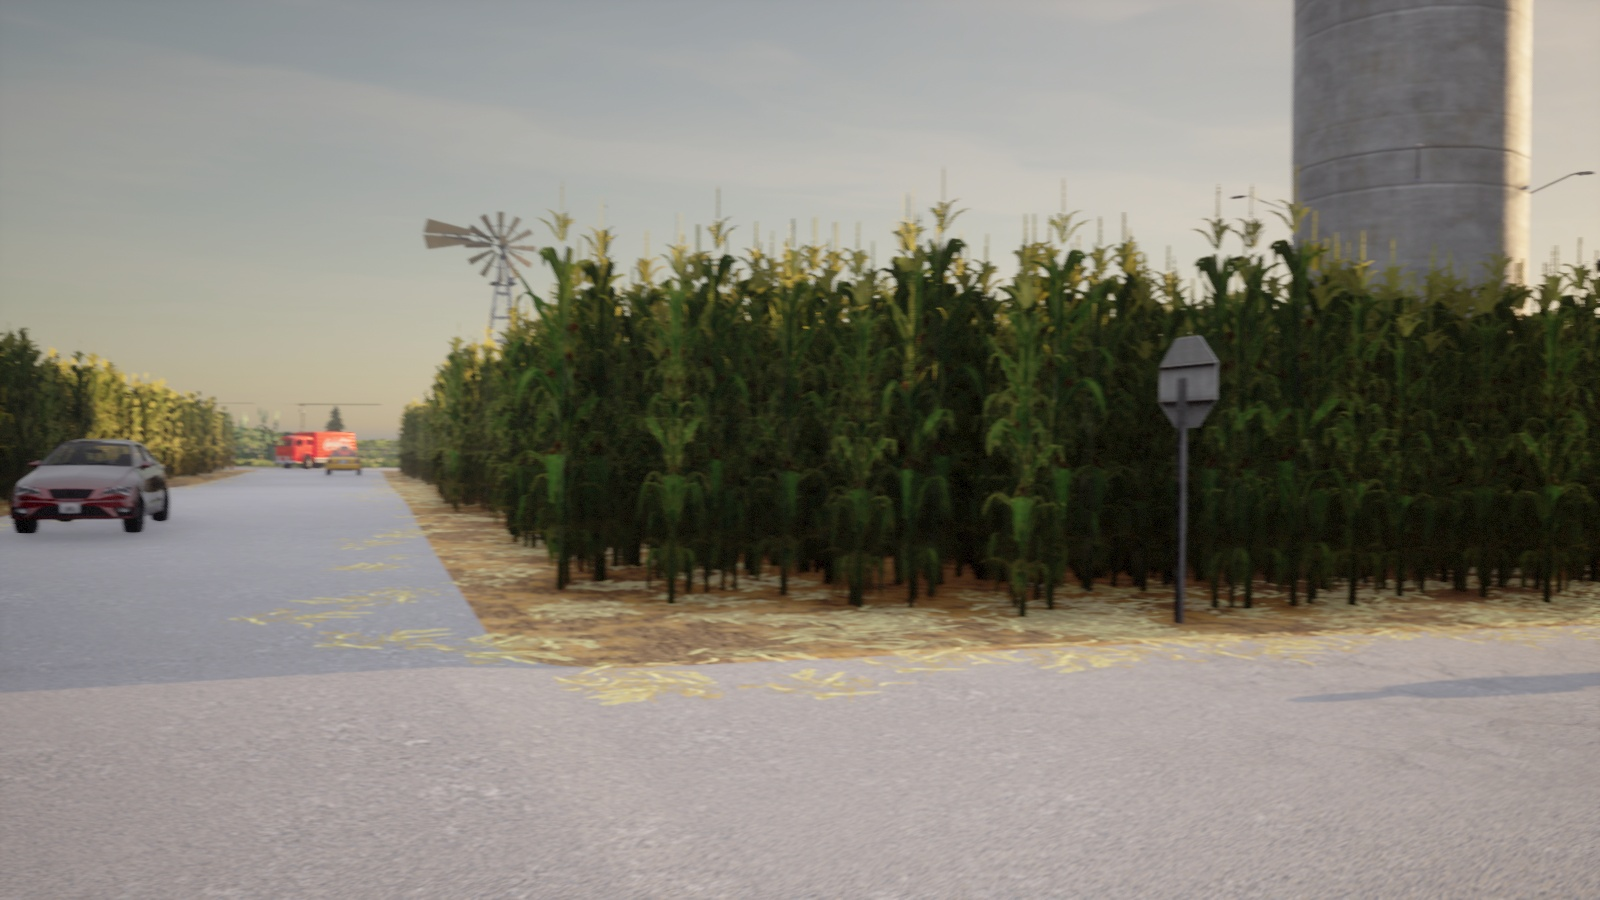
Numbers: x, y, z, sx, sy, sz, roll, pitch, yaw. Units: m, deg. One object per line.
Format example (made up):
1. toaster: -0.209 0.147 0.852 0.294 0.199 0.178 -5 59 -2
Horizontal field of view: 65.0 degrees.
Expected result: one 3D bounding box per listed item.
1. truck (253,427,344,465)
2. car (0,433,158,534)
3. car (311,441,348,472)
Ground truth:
1. truck: -33.186 -0.247 83.242 2.627 2.467 5.204 0 0 24
2. car: -11.955 0.479 20.788 1.816 1.474 4.193 1 1 -20
3. car: -25.657 0.345 68.558 1.801 1.575 5.366 1 0 -20
